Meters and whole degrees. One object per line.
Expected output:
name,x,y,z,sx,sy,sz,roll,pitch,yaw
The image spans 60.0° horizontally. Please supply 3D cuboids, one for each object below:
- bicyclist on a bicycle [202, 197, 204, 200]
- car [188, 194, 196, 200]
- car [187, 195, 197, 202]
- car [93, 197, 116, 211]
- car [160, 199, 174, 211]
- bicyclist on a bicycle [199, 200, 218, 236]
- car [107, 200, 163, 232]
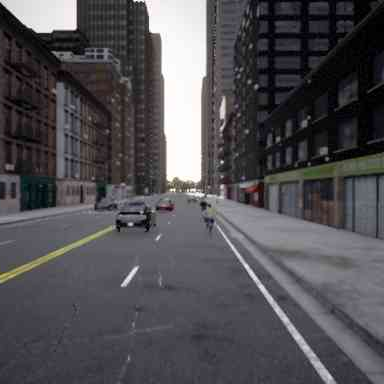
bicyclist on a bicycle,0.891,1.299,26.626,0.659,1.776,1.843,0,0,0
car,-0.006,1.320,82.900,1.994,1.385,4.181,0,0,0
car,0.025,1.363,67.534,2.033,1.411,5.357,0,0,1
car,-9.836,1.402,38.101,1.837,1.490,4.892,0,1,0
car,-3.152,1.460,39.195,1.994,1.385,4.181,0,0,0
bicyclist on a bicycle,0.894,1.390,16.933,0.866,1.612,1.509,0,0,0
car,-3.152,1.438,19.481,2.128,1.511,4.902,0,0,0
